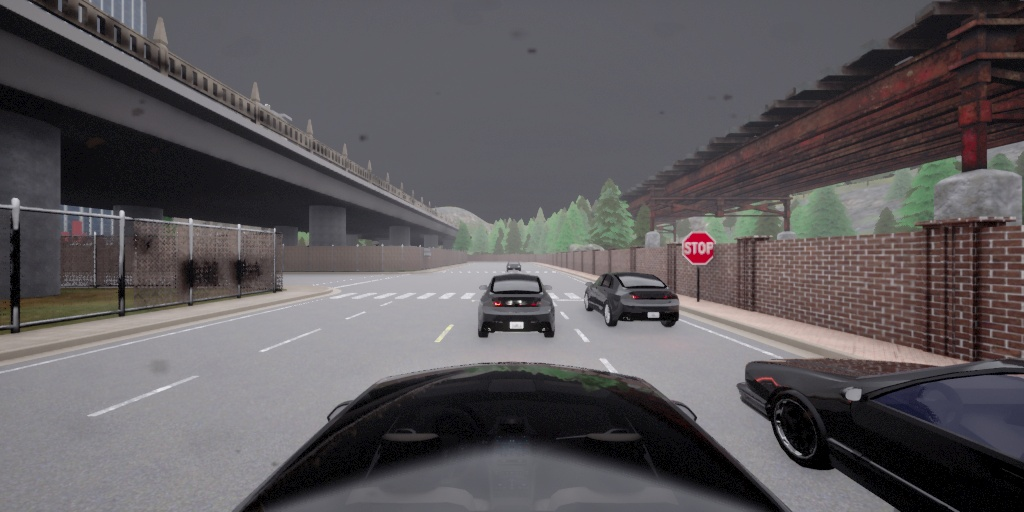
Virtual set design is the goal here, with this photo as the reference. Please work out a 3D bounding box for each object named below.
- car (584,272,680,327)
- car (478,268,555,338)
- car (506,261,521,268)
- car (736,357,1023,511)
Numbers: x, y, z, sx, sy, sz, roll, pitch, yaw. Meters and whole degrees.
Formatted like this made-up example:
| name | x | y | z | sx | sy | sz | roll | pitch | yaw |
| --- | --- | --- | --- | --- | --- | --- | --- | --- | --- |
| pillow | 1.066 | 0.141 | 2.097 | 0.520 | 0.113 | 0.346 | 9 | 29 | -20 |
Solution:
| name | x | y | z | sx | sy | sz | roll | pitch | yaw |
| --- | --- | --- | --- | --- | --- | --- | --- | --- | --- |
| car | 3.608 | 1.255 | 11.545 | 1.837 | 1.490 | 4.892 | 0 | 0 | 0 |
| car | 0.105 | 1.255 | 10.188 | 1.837 | 1.490 | 4.892 | 0 | 0 | 0 |
| car | 0.222 | 1.351 | 46.359 | 1.895 | 1.301 | 4.718 | 0 | 0 | -1 |
| car | 3.600 | 1.297 | 1.798 | 2.033 | 1.411 | 5.357 | 0 | 0 | 0 |
